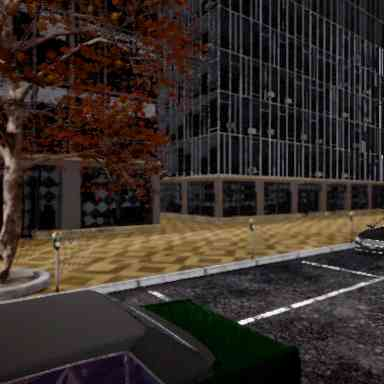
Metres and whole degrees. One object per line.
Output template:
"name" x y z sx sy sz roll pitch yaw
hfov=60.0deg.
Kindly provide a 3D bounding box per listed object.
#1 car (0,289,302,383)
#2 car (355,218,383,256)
"car" -1.415 1.601 2.370 4.718 1.301 1.895 0 0 -35
"car" 7.582 1.534 11.960 4.403 1.369 2.008 0 0 -35
